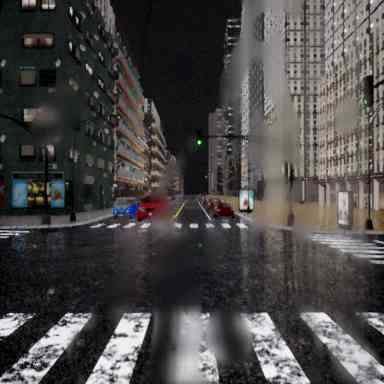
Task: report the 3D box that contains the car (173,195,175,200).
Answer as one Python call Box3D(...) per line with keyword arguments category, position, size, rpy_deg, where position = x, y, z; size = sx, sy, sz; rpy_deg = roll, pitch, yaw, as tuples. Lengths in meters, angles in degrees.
Box3D(category="car", position=(-5.703, 1.479, 78.525), size=(1.967, 1.590, 4.097), rpy_deg=(0, 0, 0))

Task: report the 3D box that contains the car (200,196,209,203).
Box3D(category="car", position=(2.678, 1.578, 72.999), size=(1.887, 1.381, 4.507), rpy_deg=(0, 0, 0))

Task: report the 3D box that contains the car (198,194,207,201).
Box3D(category="car", position=(2.676, 1.359, 84.055), size=(2.192, 1.841, 5.009), rpy_deg=(0, 0, 0))

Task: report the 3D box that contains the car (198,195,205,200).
Box3D(category="car", position=(2.671, 1.640, 95.110), size=(1.802, 1.307, 4.206), rpy_deg=(0, 0, 0))

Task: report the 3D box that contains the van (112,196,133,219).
Box3D(category="van", position=(-5.689, 1.346, 28.777), size=(1.690, 1.788, 3.998), rpy_deg=(0, 0, 0))

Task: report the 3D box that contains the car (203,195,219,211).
Box3D(category="car", position=(2.688, 1.449, 39.834), size=(1.967, 1.590, 4.097), rpy_deg=(0, 0, 0))

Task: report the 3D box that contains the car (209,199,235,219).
Box3D(category="car", position=(2.690, 1.587, 28.778), size=(1.802, 1.307, 4.206), rpy_deg=(0, 0, 0))

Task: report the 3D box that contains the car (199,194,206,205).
Box3D(category="car", position=(2.683, 1.458, 56.416), size=(1.967, 1.590, 4.097), rpy_deg=(0, 0, 0))

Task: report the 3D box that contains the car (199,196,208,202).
Box3D(category="car", position=(2.676, 1.620, 78.527), size=(1.802, 1.307, 4.206), rpy_deg=(0, 0, 0))

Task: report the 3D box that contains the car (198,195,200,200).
Box3D(category="car", position=(2.679, 1.578, 67.472), size=(2.008, 1.369, 4.403), rpy_deg=(0, 0, 0))

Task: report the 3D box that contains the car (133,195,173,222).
Box3D(category="car", position=(-3.007, 1.245, 26.854), size=(2.150, 2.045, 5.566), rpy_deg=(0, 0, 0))

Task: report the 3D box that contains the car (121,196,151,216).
Box3D(category="car", position=(-5.690, 1.322, 34.305), size=(2.192, 1.841, 5.009), rpy_deg=(0, 0, 0))

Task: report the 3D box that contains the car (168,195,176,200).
Box3D(category="car", position=(-5.709, 1.624, 95.108), size=(1.947, 1.339, 4.313), rpy_deg=(0, 0, 0))
